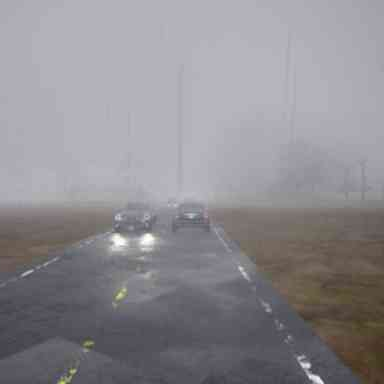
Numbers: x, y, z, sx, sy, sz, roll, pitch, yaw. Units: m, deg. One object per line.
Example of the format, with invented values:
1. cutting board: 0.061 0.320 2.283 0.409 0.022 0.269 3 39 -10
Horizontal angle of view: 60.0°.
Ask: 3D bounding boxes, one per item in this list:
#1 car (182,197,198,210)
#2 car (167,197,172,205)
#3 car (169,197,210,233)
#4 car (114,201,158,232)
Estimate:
1. car: -0.242 1.469 42.803 1.882 1.535 5.008 0 0 0
2. car: -3.515 1.539 60.962 2.033 1.411 5.357 0 0 0
3. car: -0.055 1.348 19.895 2.097 1.767 4.553 0 0 0
4. car: -3.253 1.352 19.998 2.097 1.767 4.553 0 0 0
